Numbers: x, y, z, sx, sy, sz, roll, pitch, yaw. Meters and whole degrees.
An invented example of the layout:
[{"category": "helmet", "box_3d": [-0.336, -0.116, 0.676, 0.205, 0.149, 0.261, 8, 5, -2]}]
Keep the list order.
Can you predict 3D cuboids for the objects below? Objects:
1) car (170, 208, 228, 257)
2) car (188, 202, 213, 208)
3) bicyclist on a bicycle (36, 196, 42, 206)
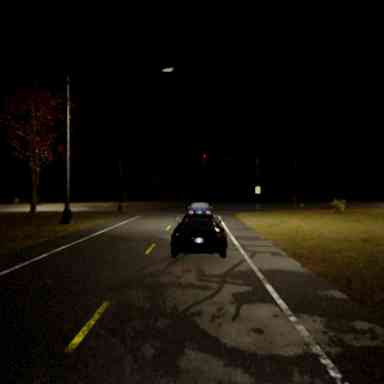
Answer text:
[{"category": "car", "box_3d": [0.257, 1.529, 12.822, 1.994, 1.385, 4.181, 0, 0, 1]}, {"category": "car", "box_3d": [0.631, 1.466, 26.076, 2.033, 1.411, 5.357, 0, 0, 2]}, {"category": "bicyclist on a bicycle", "box_3d": [-25.005, 1.432, 54.363, 0.582, 1.620, 1.656, -1, 0, 5]}]
